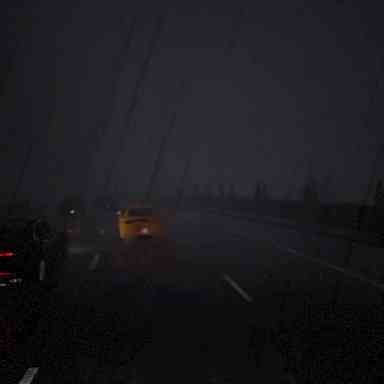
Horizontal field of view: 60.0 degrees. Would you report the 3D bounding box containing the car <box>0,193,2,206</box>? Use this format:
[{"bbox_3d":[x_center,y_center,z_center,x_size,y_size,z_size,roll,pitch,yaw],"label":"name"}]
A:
[{"bbox_3d":[-24.493,0.665,40.416,2.150,2.045,5.566,0,0,-32],"label":"car"}]

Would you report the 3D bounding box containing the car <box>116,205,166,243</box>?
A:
[{"bbox_3d":[-2.424,1.339,15.465,1.882,1.535,5.008,1,0,-14],"label":"car"}]

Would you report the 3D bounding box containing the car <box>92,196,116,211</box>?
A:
[{"bbox_3d":[-9.053,1.146,34.185,2.128,1.511,4.902,0,0,-25],"label":"car"}]

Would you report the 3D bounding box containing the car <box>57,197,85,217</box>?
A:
[{"bbox_3d":[-9.848,1.202,27.219,1.837,1.490,4.892,1,0,-21],"label":"car"}]

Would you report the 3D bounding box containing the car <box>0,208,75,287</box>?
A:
[{"bbox_3d":[-4.561,1.391,8.797,1.837,1.490,4.892,1,0,-10],"label":"car"}]
